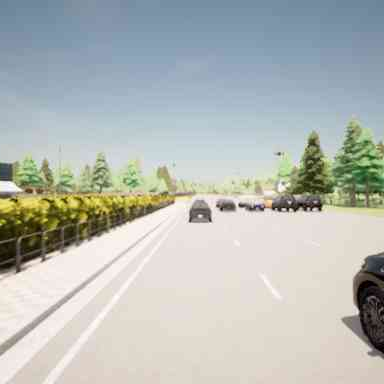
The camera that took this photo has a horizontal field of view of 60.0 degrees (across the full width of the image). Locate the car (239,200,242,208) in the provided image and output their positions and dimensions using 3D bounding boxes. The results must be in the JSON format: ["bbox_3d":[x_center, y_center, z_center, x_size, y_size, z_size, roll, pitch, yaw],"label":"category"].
[{"bbox_3d":[8.120,1.804,51.025,1.895,1.301,4.718,0,0,1],"label":"car"}]

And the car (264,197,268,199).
[{"bbox_3d":[11.615,1.560,50.795,2.097,1.767,4.553,0,0,1],"label":"car"}]

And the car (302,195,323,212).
[{"bbox_3d":[14.933,1.405,42.724,2.150,2.045,5.566,0,0,1],"label":"car"}]

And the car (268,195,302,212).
[{"bbox_3d":[11.399,1.394,41.272,2.150,2.045,5.566,0,0,1],"label":"car"}]

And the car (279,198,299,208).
[{"bbox_3d":[15.147,1.724,52.184,1.837,1.490,4.892,0,0,1],"label":"car"}]

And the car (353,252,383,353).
[{"bbox_3d":[3.653,1.239,3.015,2.150,2.045,5.566,0,0,1],"label":"car"}]

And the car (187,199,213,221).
[{"bbox_3d":[0.691,1.610,27.896,1.837,1.490,4.892,0,0,1],"label":"car"}]

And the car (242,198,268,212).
[{"bbox_3d":[7.918,1.771,42.183,1.895,1.301,4.718,0,0,1],"label":"car"}]

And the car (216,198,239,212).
[{"bbox_3d":[4.409,1.641,41.816,1.882,1.535,5.008,0,0,1],"label":"car"}]
